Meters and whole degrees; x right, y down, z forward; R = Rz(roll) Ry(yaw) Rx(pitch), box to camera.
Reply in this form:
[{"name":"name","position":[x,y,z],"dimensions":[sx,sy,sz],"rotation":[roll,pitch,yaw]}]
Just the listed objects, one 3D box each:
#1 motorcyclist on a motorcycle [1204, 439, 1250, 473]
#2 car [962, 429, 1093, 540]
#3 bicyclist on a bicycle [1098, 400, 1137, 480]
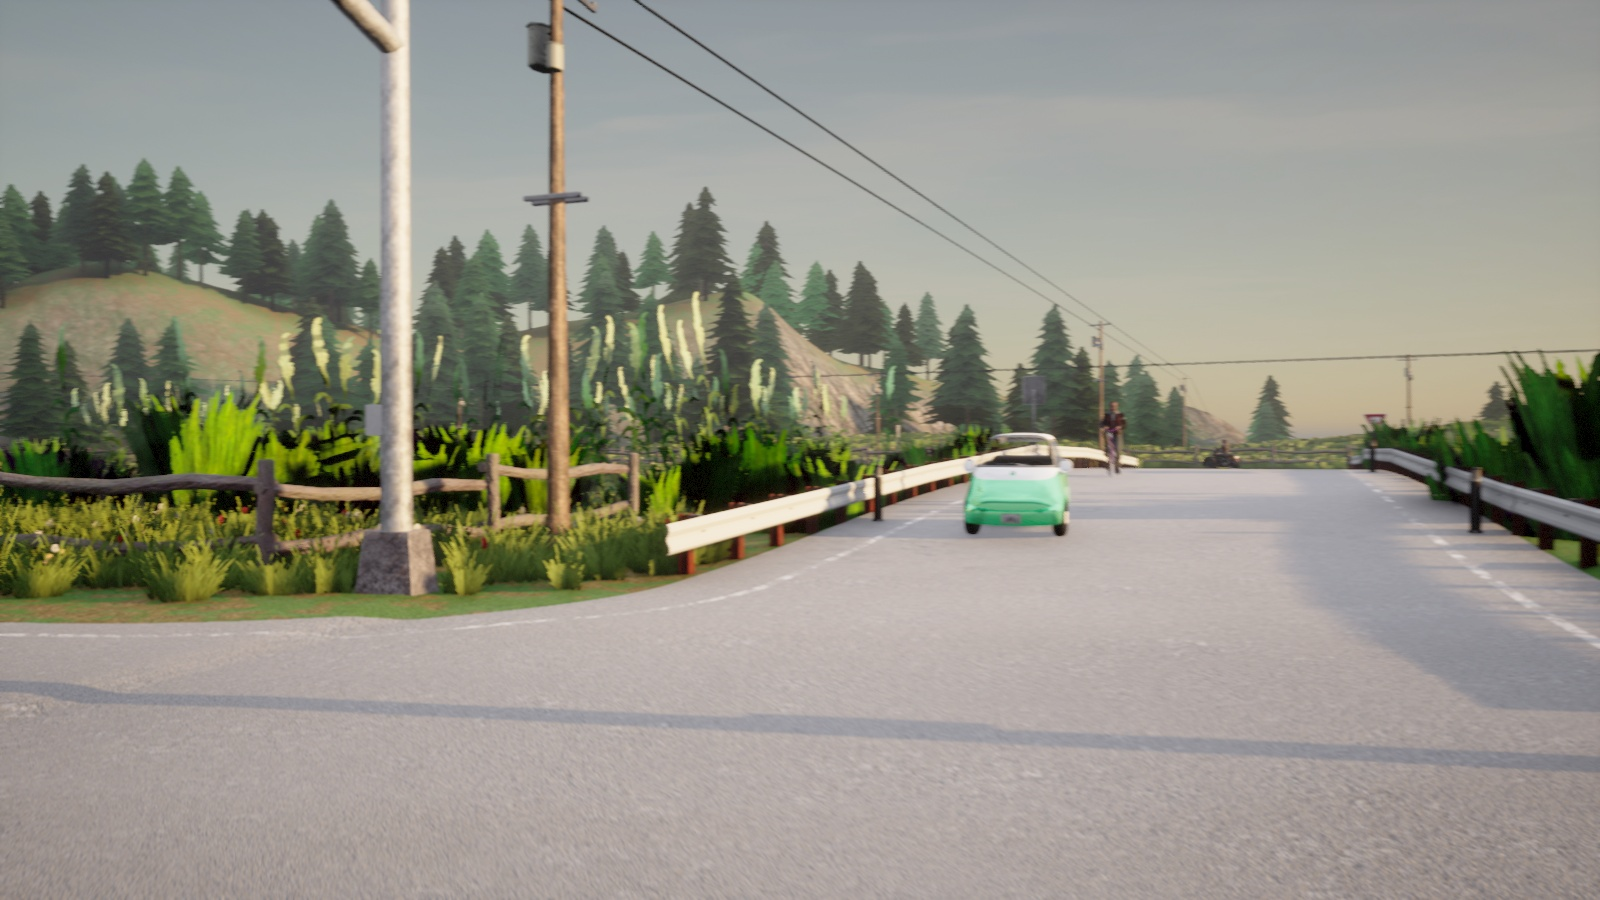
[{"name":"motorcyclist on a motorcycle","position":[21.281,0.298,62.639],"dimensions":[0.766,1.649,2.350],"rotation":[-1,1,-23]},{"name":"car","position":[3.248,0.434,17.714],"dimensions":[1.481,1.376,2.207],"rotation":[0,3,19]},{"name":"bicyclist on a bicycle","position":[7.298,-0.240,28.801],"dimensions":[0.659,1.776,1.843],"rotation":[0,1,21]}]
